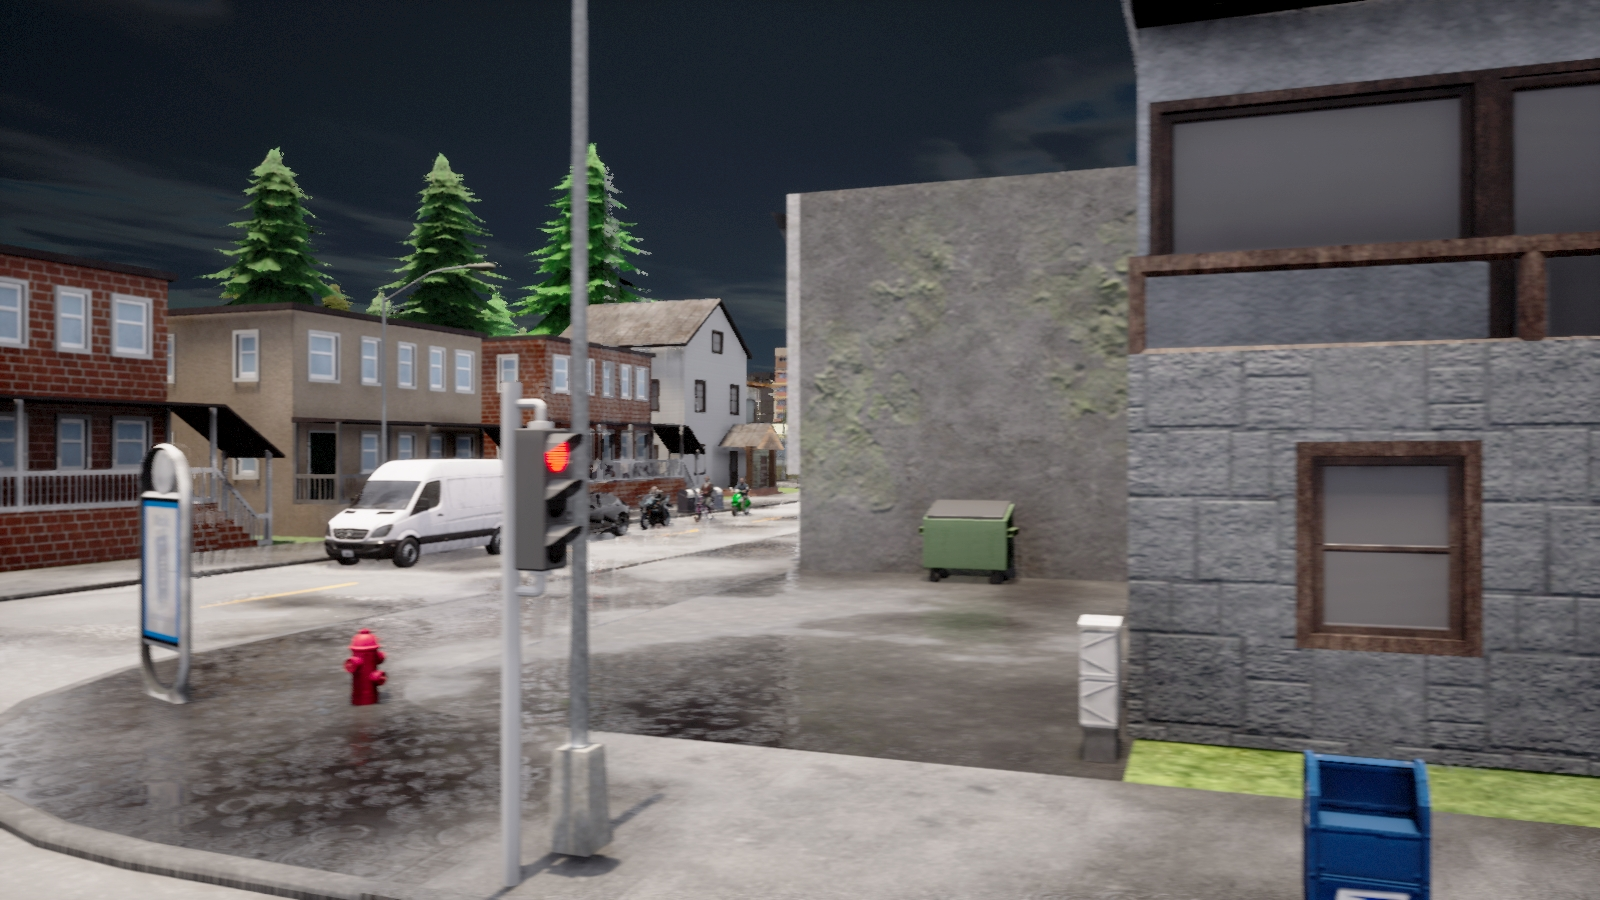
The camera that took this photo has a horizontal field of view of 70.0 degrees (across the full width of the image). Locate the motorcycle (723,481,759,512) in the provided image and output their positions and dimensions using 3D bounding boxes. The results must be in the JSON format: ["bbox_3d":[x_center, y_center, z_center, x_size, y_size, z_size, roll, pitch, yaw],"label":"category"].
[{"bbox_3d":[-2.502,1.959,48.647,0.856,1.236,1.805,0,0,20],"label":"motorcycle"}]

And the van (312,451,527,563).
[{"bbox_3d":[-9.533,1.312,29.341,1.988,2.561,5.915,0,0,20],"label":"van"}]

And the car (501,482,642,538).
[{"bbox_3d":[-7.097,1.840,36.020,2.163,1.488,4.792,0,0,20],"label":"car"}]
